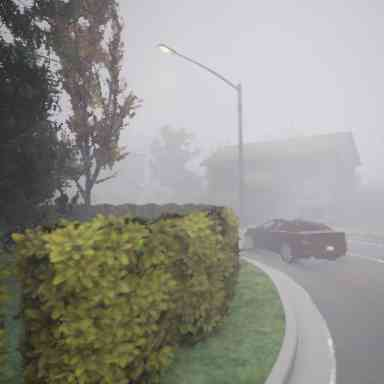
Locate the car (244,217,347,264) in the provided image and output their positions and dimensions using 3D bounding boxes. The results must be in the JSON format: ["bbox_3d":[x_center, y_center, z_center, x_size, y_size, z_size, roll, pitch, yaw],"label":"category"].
[{"bbox_3d":[3.754,1.714,13.039,1.882,1.535,5.008,0,-2,-16],"label":"car"}]
